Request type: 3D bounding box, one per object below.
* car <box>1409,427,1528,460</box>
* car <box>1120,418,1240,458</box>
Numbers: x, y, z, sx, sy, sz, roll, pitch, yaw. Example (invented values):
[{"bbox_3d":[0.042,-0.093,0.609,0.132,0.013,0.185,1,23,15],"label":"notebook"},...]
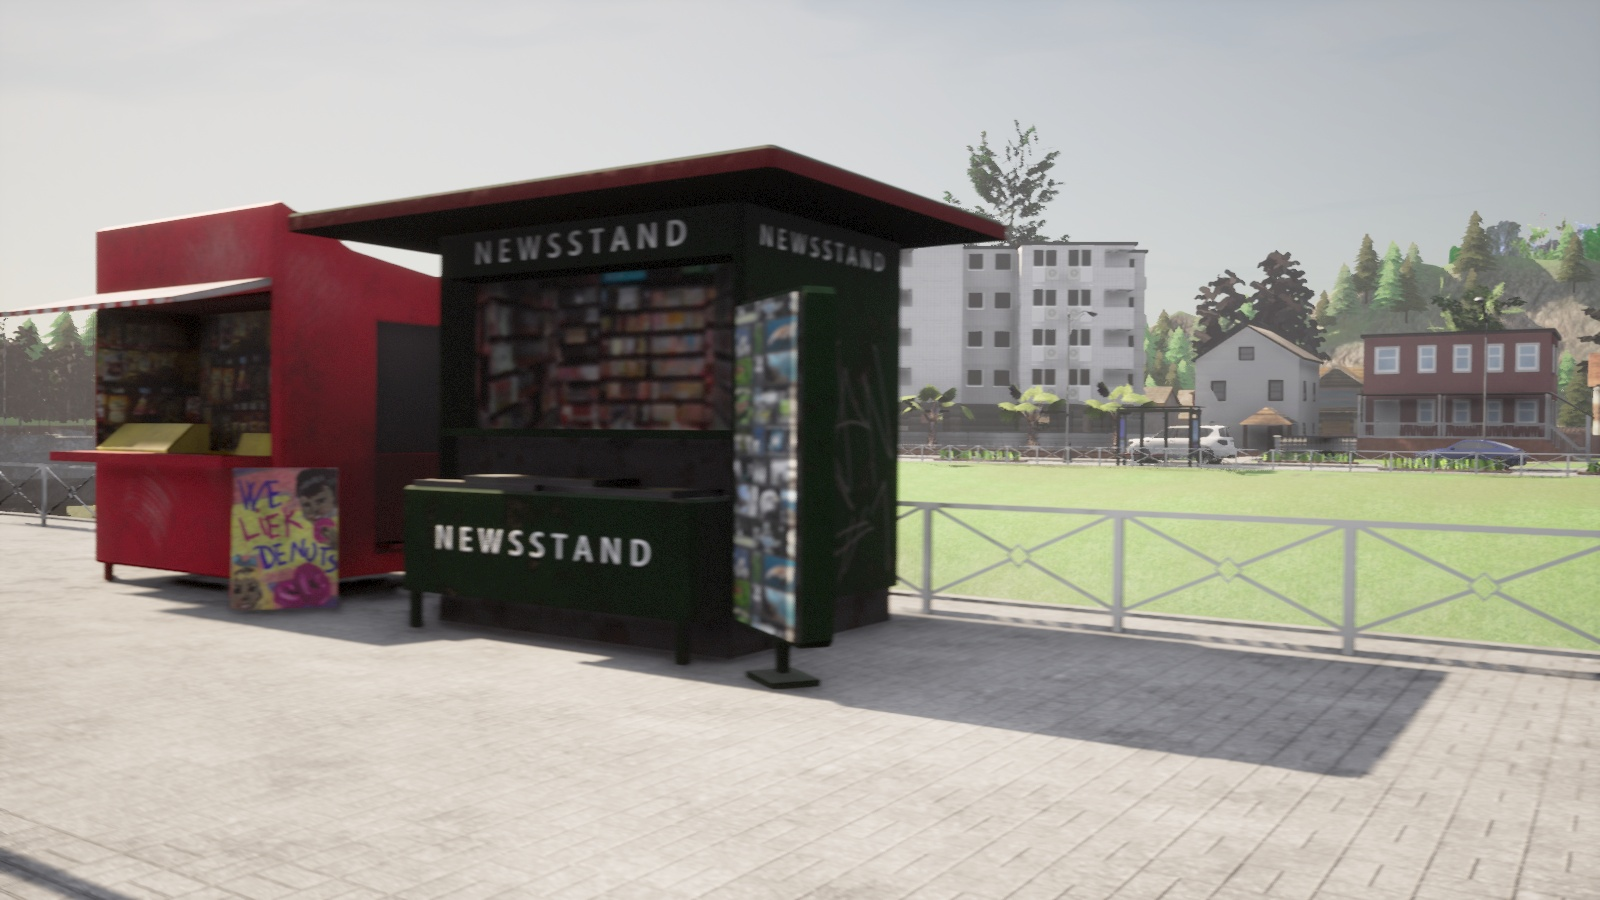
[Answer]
[{"bbox_3d":[30.773,-0.311,57.849,4.674,1.442,1.812,0,1,34],"label":"car"},{"bbox_3d":[19.690,-0.618,65.210,5.566,2.045,2.150,0,1,34],"label":"car"}]
